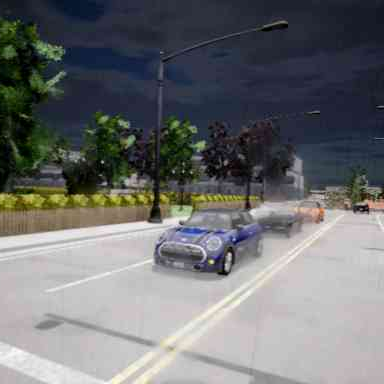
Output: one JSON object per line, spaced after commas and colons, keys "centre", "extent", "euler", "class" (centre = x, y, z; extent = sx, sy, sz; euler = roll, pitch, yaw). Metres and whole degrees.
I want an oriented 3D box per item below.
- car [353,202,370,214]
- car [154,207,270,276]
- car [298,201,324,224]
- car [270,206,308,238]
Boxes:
{"centre": [23.019, 2.136, 45.154], "extent": [1.882, 1.535, 5.008], "euler": [2, 0, 28], "class": "car"}
{"centre": [0.728, 1.323, 10.580], "extent": [2.097, 1.767, 4.553], "euler": [2, 0, 28], "class": "car"}
{"centre": [9.572, 1.544, 27.412], "extent": [2.097, 1.767, 4.553], "euler": [2, 0, 28], "class": "car"}
{"centre": [4.920, 1.677, 18.595], "extent": [1.895, 1.301, 4.718], "euler": [2, 0, 28], "class": "car"}
